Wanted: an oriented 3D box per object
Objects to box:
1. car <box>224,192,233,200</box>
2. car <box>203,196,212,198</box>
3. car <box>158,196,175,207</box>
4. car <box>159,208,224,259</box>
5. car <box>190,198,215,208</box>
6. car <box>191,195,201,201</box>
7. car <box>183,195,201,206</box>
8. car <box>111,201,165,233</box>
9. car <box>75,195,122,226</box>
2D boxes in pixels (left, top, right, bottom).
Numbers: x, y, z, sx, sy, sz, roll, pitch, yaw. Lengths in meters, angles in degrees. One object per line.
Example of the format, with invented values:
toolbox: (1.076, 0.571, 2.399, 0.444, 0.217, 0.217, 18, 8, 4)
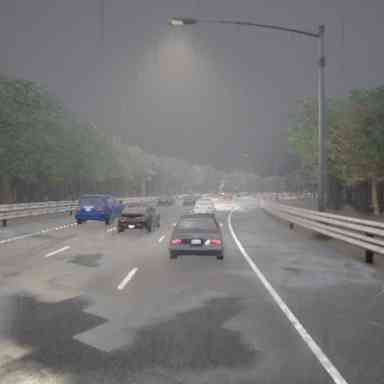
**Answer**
car: (10.382, 1.121, 94.801, 2.150, 2.045, 5.566, 0, 0, 13)
car: (3.668, 1.528, 79.122, 1.895, 1.301, 4.718, 0, 0, 11)
car: (-3.924, 1.336, 51.250, 2.097, 1.767, 4.553, 1, 0, 7)
car: (0.204, 1.549, 12.554, 2.033, 1.411, 5.357, 0, 0, 2)
car: (1.145, 1.531, 31.055, 1.812, 1.442, 4.674, 0, 0, 4)
car: (1.090, 1.416, 84.366, 1.837, 1.490, 4.892, 0, 0, 11)
car: (-0.198, 1.488, 52.994, 2.128, 1.511, 4.902, 0, 0, 7)
car: (-2.990, 1.501, 19.497, 1.837, 1.490, 4.892, 0, 0, 3)
car: (-6.342, 1.211, 23.590, 2.150, 2.045, 5.566, 0, 0, 4)
